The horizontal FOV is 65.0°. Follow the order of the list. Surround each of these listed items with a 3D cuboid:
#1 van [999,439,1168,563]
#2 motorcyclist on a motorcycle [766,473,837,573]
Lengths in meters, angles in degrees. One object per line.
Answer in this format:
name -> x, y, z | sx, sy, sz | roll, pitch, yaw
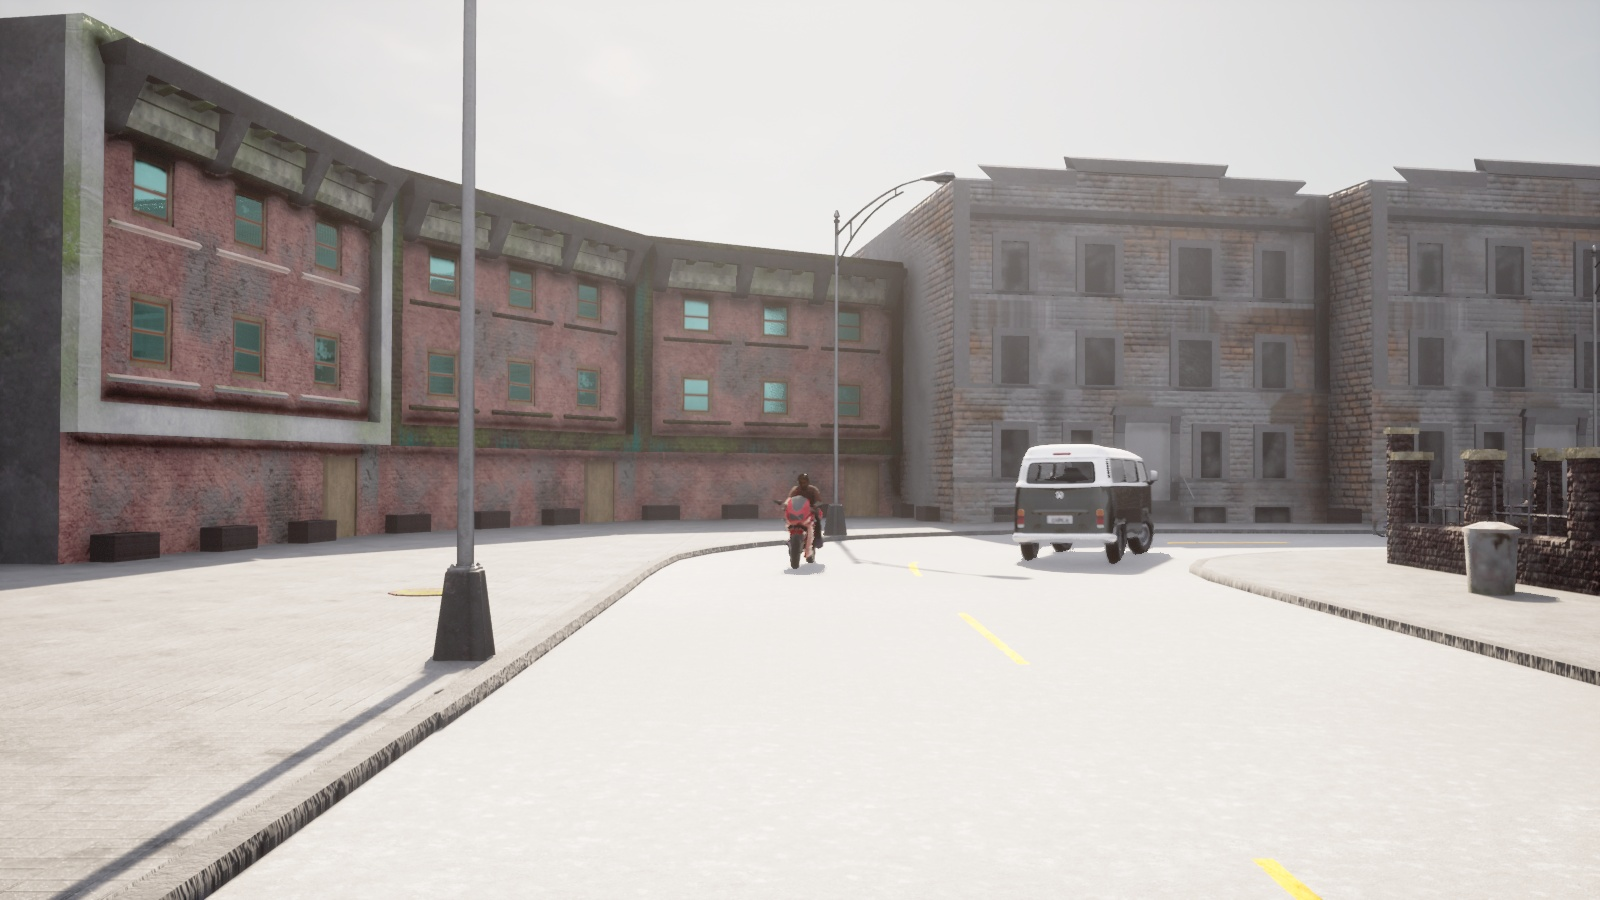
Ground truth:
van -> 5.330, 0.905, 23.121 | 2.069, 2.038, 4.480 | -2, -2, 25
motorcyclist on a motorcycle -> 0.052, 1.139, 20.355 | 0.797, 1.523, 2.044 | 1, -1, 9
